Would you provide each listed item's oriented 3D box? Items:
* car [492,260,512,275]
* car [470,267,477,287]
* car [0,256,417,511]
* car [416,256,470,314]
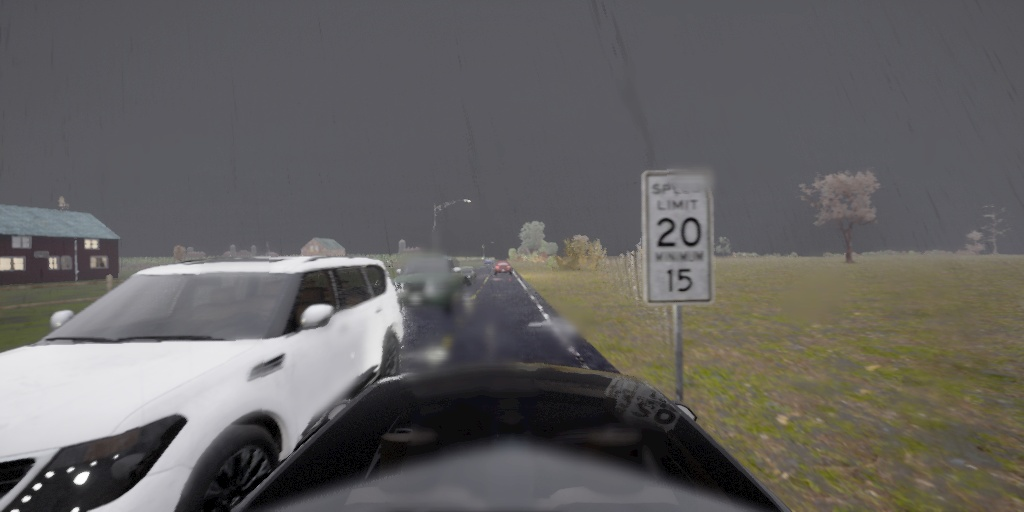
[{"bbox_3d":[-0.966,1.282,38.974,1.812,1.442,4.674,-1,0,-1],"label":"car"},{"bbox_3d":[-3.479,1.404,24.709,1.895,1.301,4.718,-1,0,-2],"label":"car"},{"bbox_3d":[-2.867,1.022,4.014,2.150,2.045,5.566,-1,0,-2],"label":"car"},{"bbox_3d":[-3.176,1.023,14.376,2.150,2.045,5.566,-1,0,-1],"label":"car"}]
